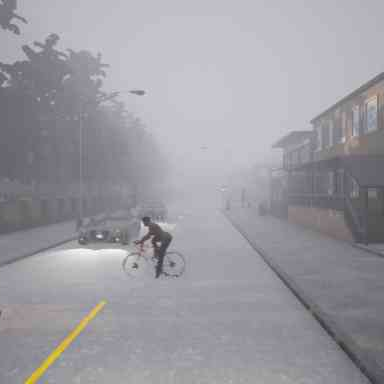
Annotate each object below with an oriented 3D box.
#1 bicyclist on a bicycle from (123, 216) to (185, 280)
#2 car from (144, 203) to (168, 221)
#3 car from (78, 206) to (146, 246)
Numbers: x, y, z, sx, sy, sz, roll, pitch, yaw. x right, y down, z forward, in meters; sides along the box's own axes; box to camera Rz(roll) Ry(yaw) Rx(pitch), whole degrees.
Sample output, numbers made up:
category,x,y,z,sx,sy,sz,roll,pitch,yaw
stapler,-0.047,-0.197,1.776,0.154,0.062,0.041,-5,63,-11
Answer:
category,x,y,z,sx,sy,sz,roll,pitch,yaw
bicyclist on a bicycle,-1.008,1.452,8.677,1.656,1.620,0.582,-2,0,2
car,-3.059,1.564,26.765,1.994,1.385,4.181,0,0,2
car,-3.586,1.563,15.133,1.994,1.385,4.181,0,0,2
